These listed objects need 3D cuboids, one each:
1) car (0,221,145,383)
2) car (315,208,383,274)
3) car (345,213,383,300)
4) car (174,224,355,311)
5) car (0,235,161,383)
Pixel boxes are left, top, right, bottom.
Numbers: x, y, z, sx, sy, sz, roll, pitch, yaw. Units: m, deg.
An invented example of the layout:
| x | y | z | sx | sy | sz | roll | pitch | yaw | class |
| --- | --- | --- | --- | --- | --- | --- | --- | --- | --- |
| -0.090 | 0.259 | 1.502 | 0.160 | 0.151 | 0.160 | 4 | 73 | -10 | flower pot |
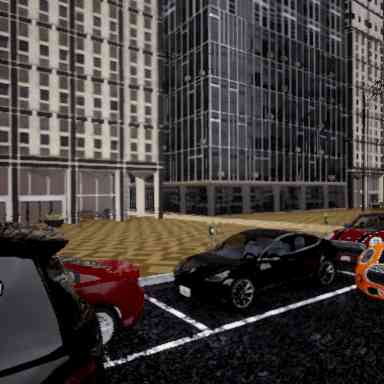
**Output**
| x | y | z | sx | sy | sz | roll | pitch | yaw | class |
| --- | --- | --- | --- | --- | --- | --- | --- | --- | --- |
| -3.068 | 1.228 | 1.172 | 5.566 | 2.045 | 2.150 | 0 | 0 | -35 | car |
| 6.143 | 1.420 | 10.949 | 4.097 | 1.590 | 1.967 | 0 | 0 | -35 | car |
| 5.641 | 1.335 | 7.367 | 4.553 | 1.767 | 2.097 | 0 | 0 | -35 | car |
| 1.643 | 1.555 | 7.738 | 4.313 | 1.339 | 1.947 | 0 | 0 | -35 | car |
| -2.858 | 1.545 | 4.529 | 4.507 | 1.381 | 1.887 | 0 | 0 | -35 | car |
